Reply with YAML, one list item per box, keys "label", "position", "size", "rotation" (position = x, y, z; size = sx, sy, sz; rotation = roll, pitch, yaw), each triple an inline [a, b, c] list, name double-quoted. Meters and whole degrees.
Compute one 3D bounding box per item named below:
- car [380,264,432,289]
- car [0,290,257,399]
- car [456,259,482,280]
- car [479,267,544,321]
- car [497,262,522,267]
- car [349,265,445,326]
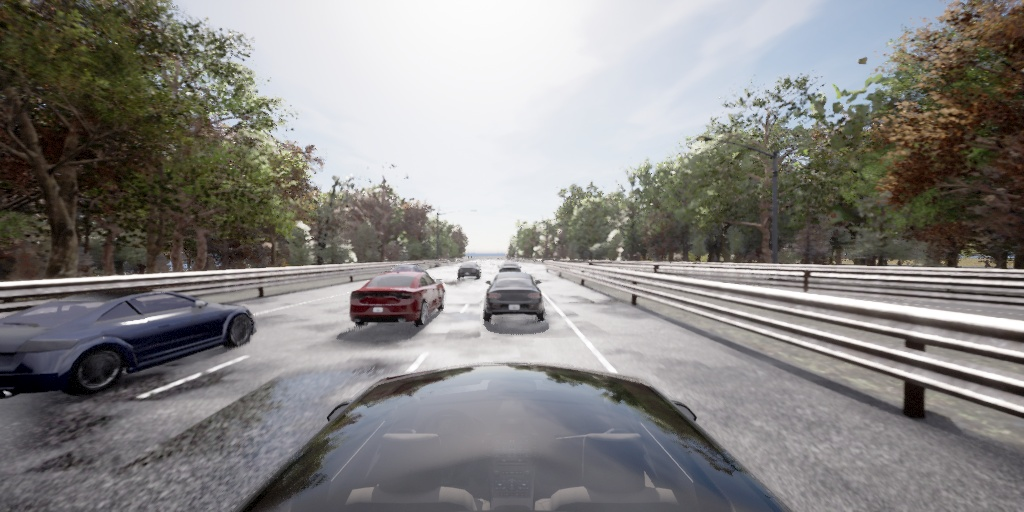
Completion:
- label: "car"
  position: [-7.081, 1.295, 24.540]
  size: [2.033, 1.411, 5.357]
  rotation: [0, 0, -1]
- label: "car"
  position: [-6.919, 1.314, 6.606]
  size: [1.994, 1.385, 4.181]
  rotation: [0, 0, 0]
- label: "car"
  position: [-3.707, 1.274, 31.644]
  size: [1.812, 1.442, 4.674]
  rotation: [0, 0, -1]
- label: "car"
  position: [0.052, 1.271, 12.348]
  size: [1.812, 1.442, 4.674]
  rotation: [0, 0, 0]
- label: "car"
  position: [-0.185, 1.251, 30.567]
  size: [1.837, 1.490, 4.892]
  rotation: [0, 0, -1]
- label: "car"
  position: [-3.443, 1.225, 11.653]
  size: [1.882, 1.535, 5.008]
  rotation: [0, 0, 0]
